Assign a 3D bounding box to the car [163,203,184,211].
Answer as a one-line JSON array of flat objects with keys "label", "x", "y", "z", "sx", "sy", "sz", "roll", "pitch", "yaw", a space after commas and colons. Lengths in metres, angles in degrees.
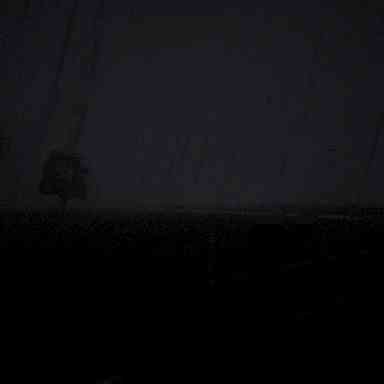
[{"label": "car", "x": -3.375, "y": 2.691, "z": 60.947, "sx": 1.895, "sy": 1.301, "sz": 4.718, "roll": -1, "pitch": -1, "yaw": -35}]
